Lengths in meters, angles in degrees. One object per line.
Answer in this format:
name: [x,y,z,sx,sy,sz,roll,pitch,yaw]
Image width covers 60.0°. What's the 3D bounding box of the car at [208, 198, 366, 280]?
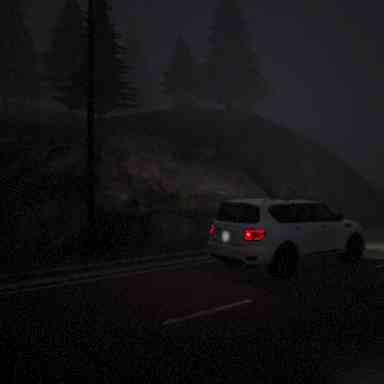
car: [3.066,1.213,10.233,5.566,2.045,2.150,0,0,-35]
